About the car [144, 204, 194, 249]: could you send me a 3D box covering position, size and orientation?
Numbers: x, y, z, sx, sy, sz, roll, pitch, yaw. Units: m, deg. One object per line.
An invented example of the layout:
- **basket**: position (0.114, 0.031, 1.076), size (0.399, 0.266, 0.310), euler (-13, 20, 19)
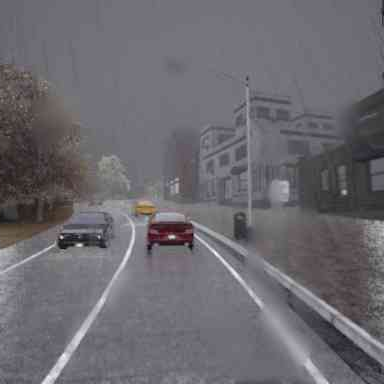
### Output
- **car**: position (-1.069, 1.537, 14.908), size (1.882, 1.535, 5.008), euler (1, 0, -7)

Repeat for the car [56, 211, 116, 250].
- **car**: position (-4.473, 1.580, 14.872), size (2.033, 1.411, 5.357), euler (1, 0, -8)

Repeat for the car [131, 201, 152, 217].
- **car**: position (-4.862, 1.607, 32.981), size (1.882, 1.535, 5.008), euler (1, 0, -16)

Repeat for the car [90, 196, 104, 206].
- **car**: position (-15.517, 1.457, 53.985), size (2.128, 1.511, 4.902), euler (2, 0, -18)
